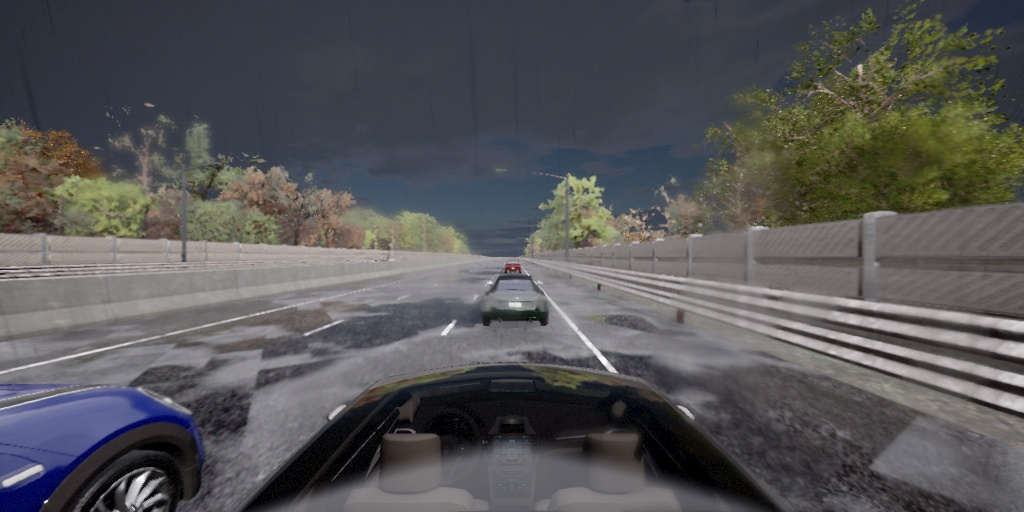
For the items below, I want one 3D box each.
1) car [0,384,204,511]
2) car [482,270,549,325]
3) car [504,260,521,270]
[{"bbox_3d":[-3.399,1.101,0.823,2.097,1.767,4.553,0,0,0],"label":"car"},{"bbox_3d":[0.102,1.316,11.854,1.994,1.385,4.181,0,0,0],"label":"car"},{"bbox_3d":[0.112,1.237,43.545,1.882,1.535,5.008,0,0,0],"label":"car"}]
